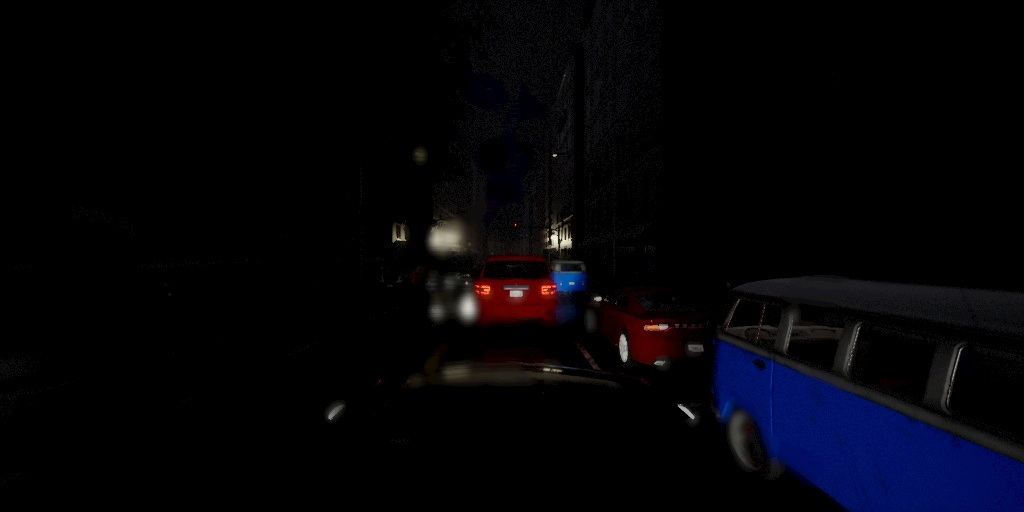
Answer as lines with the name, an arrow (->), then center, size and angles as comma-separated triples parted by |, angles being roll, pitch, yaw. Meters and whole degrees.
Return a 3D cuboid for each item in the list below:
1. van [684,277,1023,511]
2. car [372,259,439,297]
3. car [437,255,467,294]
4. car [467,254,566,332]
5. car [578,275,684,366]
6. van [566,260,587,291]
van -> 2.856, 1.091, 2.132 | 1.690, 1.789, 3.998 | 0, 0, 0
car -> -5.636, 1.059, 19.090 | 2.192, 1.841, 5.009 | 0, 0, 0
car -> -3.041, 0.965, 20.347 | 2.150, 2.045, 5.566 | 0, 0, 0
car -> 0.118, 0.970, 11.016 | 2.150, 2.045, 5.566 | 0, 0, 0
car -> 2.867, 1.294, 7.793 | 1.888, 1.381, 4.507 | 0, 0, 0
van -> 2.889, 1.086, 19.114 | 1.690, 1.789, 3.998 | 0, 0, 0
